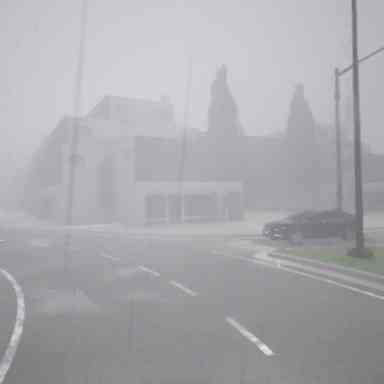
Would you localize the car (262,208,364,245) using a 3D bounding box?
[{"bbox_3d":[5.703,1.566,15.764,4.892,1.490,1.837,-1,-1,-16],"label":"car"}]
